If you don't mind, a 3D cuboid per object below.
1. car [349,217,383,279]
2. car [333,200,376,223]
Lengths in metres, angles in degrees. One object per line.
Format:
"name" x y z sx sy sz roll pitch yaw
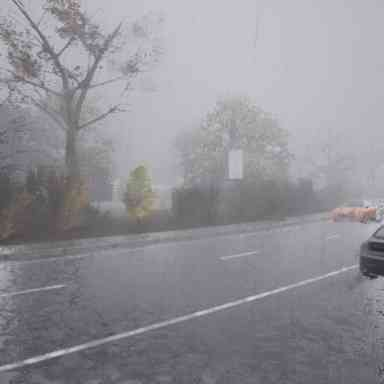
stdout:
"car" 6.274 1.517 9.018 4.892 1.490 1.837 0 0 -41
"car" 12.292 1.382 25.083 2.097 1.767 4.553 0 0 41
